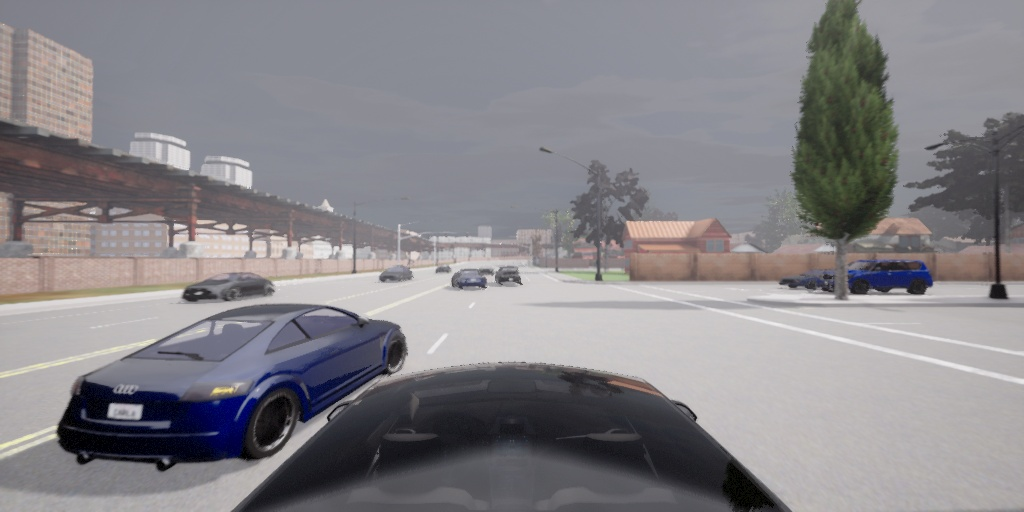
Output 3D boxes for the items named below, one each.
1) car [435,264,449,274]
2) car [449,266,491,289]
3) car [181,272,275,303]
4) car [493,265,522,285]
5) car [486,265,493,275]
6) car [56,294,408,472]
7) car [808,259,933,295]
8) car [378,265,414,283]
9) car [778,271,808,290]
[{"bbox_3d":[-10.523,1.997,55.500,1.994,1.385,4.181,0,-1,0],"label":"car"},{"bbox_3d":[-3.178,1.625,26.260,1.994,1.385,4.181,0,-1,-17],"label":"car"},{"bbox_3d":[-14.105,1.521,18.121,1.994,1.385,4.181,0,-1,0],"label":"car"},{"bbox_3d":[-0.303,1.619,30.299,1.837,1.490,4.892,-3,-1,-5],"label":"car"},{"bbox_3d":[-3.426,1.958,49.529,1.895,1.301,4.718,0,-1,0],"label":"car"},{"bbox_3d":[-3.139,1.357,5.138,1.994,1.385,4.181,0,-1,7],"label":"car"},{"bbox_3d":[21.302,1.221,21.182,5.566,2.045,2.150,0,-1,-1],"label":"car"},{"bbox_3d":[-10.611,1.699,33.379,2.033,1.411,5.357,0,-1,0],"label":"car"},{"bbox_3d":[21.555,1.592,24.682,5.357,1.411,2.033,0,-1,-1],"label":"car"}]
